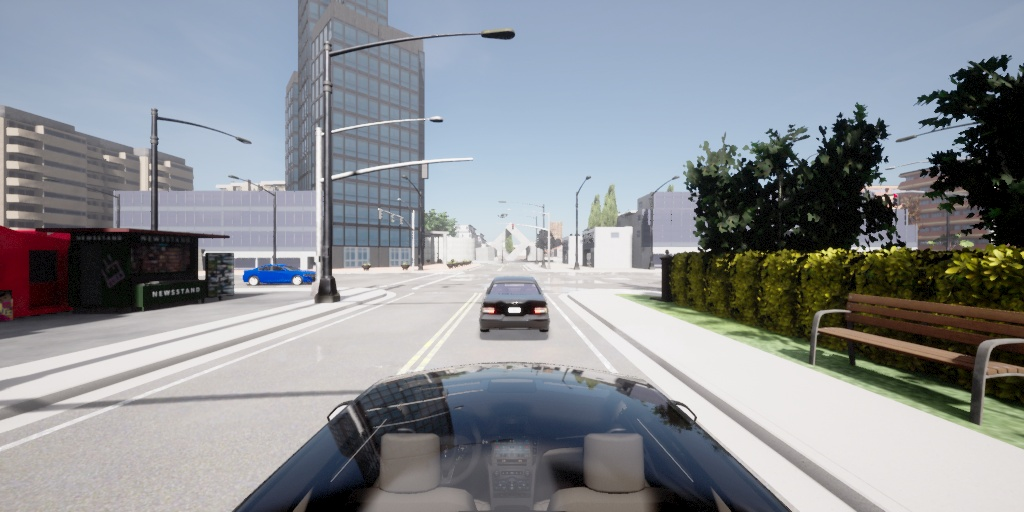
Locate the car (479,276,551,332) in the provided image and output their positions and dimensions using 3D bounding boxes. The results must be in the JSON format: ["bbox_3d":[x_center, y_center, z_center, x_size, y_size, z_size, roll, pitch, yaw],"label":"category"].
[{"bbox_3d":[0.068,1.297,10.781,2.033,1.411,5.357,0,0,0],"label":"car"}]

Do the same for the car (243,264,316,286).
[{"bbox_3d":[-16.781,1.336,26.188,5.008,1.535,1.882,-1,0,0],"label":"car"}]
